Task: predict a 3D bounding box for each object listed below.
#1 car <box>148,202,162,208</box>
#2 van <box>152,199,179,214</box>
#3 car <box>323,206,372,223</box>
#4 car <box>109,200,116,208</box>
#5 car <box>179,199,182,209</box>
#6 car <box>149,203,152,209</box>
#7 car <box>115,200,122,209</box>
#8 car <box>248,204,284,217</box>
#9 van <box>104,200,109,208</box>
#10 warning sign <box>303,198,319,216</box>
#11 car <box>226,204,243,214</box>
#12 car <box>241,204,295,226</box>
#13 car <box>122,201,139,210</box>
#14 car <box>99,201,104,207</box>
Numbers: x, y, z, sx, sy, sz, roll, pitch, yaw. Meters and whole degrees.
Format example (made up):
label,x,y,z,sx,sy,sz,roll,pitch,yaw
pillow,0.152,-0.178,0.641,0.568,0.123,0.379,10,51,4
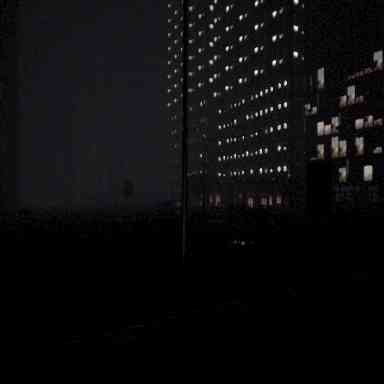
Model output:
label,x,y,z,sx,sy,sz,roll,pitch,yaw
car,-8.310,2.909,75.124,1.802,1.307,4.206,-1,-1,-26
van,-3.677,2.070,46.154,1.690,1.788,3.998,-1,-1,-26
car,13.630,1.932,29.508,2.008,1.369,4.403,-1,-1,-26
car,-15.863,2.808,71.493,1.887,1.381,4.507,-1,-1,-26
car,-2.562,2.172,57.220,2.150,2.045,5.566,0,-1,-25
car,-7.116,2.628,66.682,1.882,1.535,5.008,0,-1,-26
car,-13.352,2.677,66.272,1.752,1.417,4.829,-1,-1,-26
car,8.755,2.151,39.646,1.947,1.339,4.313,-1,-1,-26
van,-18.303,2.714,76.563,1.690,1.788,3.998,-1,-1,-26
warning sign,12.992,1.632,36.389,1.300,1.860,1.060,2,-1,-26
car,6.317,2.254,44.714,1.947,1.339,4.313,-1,-1,-26
car,6.079,1.868,25.877,2.008,1.369,4.403,-1,-1,-26
car,-10.987,2.597,61.356,2.008,1.369,4.403,-1,-1,-26
car,-23.176,3.137,86.697,1.887,1.381,4.507,-1,-1,-26
